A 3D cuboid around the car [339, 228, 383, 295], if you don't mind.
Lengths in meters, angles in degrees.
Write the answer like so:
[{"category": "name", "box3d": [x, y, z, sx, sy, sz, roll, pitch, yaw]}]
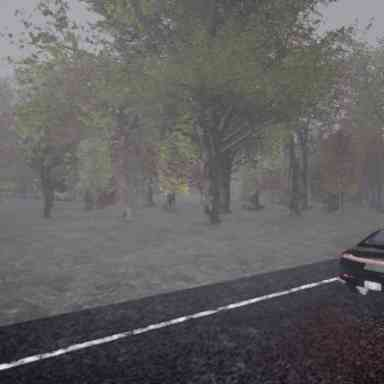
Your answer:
[{"category": "car", "box3d": [5.298, 1.520, 7.529, 4.902, 1.511, 2.128, 0, 0, -35]}]
